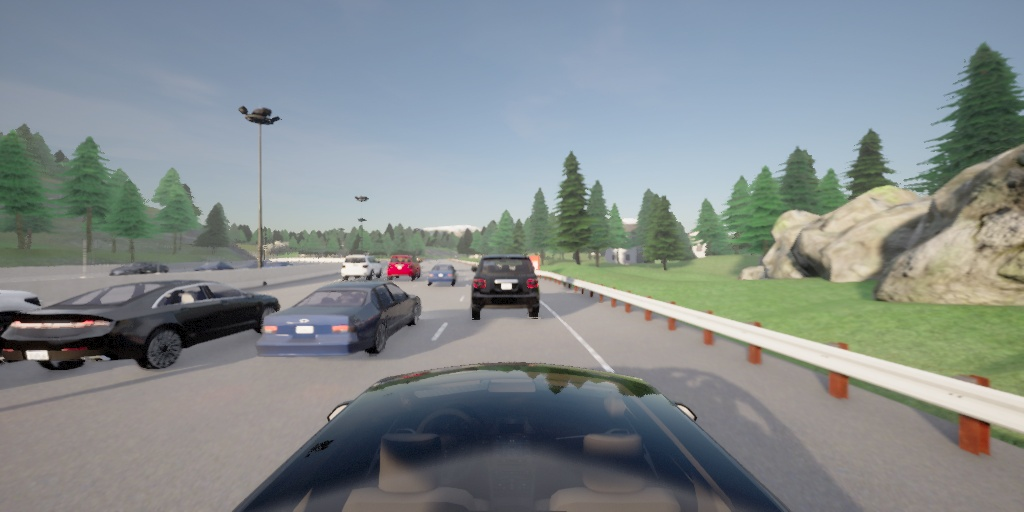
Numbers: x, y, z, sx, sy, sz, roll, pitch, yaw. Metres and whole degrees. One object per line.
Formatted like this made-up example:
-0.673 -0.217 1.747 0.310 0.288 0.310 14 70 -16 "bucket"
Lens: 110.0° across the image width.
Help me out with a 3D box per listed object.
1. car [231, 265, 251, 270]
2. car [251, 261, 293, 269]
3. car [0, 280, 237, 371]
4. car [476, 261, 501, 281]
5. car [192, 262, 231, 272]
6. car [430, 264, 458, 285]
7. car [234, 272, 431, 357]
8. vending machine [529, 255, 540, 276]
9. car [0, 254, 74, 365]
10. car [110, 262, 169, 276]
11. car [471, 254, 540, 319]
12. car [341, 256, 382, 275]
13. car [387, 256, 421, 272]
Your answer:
-28.318 1.345 40.149 2.033 1.411 5.357 0 0 -7 "car"
-24.646 1.268 37.476 1.882 1.535 5.008 0 0 -11 "car"
-7.097 1.255 7.733 2.128 1.511 4.902 0 0 -2 "car"
-2.138 1.247 31.294 1.837 1.490 4.892 0 0 -8 "car"
-31.783 1.332 38.264 1.812 1.442 4.674 0 0 -10 "car"
-4.918 1.298 25.784 2.033 1.411 5.357 0 0 -7 "car"
-3.599 1.303 8.636 2.033 1.411 5.357 0 0 -1 "car"
2.244 0.926 35.706 1.100 2.100 0.880 0 0 -9 "vending machine"
-10.506 0.996 4.937 2.150 2.045 5.566 0 0 -1 "car"
-34.584 1.305 33.463 2.128 1.511 4.902 0 0 -10 "car"
-0.307 0.968 13.020 2.150 2.045 5.566 0 0 -3 "car"
-12.582 0.988 30.322 2.150 2.045 5.566 0 0 -8 "car"
-9.058 0.980 30.380 2.150 2.045 5.566 0 0 -8 "car"
